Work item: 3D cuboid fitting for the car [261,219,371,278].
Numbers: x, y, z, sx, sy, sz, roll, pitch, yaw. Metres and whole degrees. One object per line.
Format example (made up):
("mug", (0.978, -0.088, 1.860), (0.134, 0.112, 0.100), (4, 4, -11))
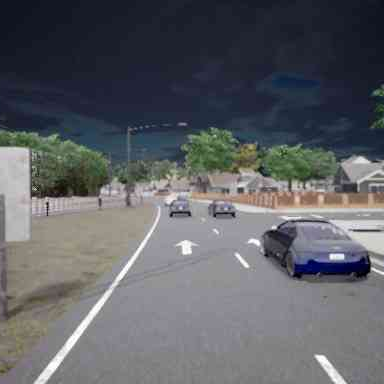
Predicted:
("car", (3.415, 1.501, 9.940), (1.994, 1.385, 4.181), (0, 0, -1))

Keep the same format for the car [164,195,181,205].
("car", (-2.992, 1.236, 47.507), (1.812, 1.442, 4.674), (0, 0, -7))

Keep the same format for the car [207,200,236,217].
("car", (2.468, 1.359, 28.566), (2.033, 1.411, 5.357), (0, 0, -4))

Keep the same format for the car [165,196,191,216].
("car", (-1.123, 1.357, 29.634), (2.033, 1.411, 5.357), (0, 0, -5))
